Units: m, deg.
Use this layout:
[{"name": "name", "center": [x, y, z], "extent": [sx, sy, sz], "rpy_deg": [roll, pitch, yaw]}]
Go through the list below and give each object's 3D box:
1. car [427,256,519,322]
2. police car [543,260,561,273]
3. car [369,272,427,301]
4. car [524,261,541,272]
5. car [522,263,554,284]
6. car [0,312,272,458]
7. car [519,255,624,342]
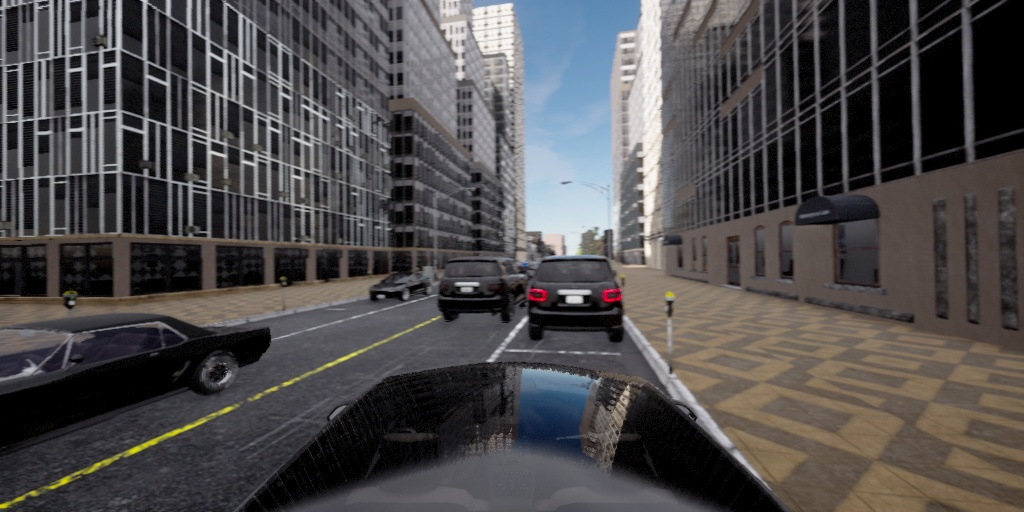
[{"name": "car", "center": [-0.792, 1.044, 12.770], "extent": [2.150, 2.045, 5.566], "rpy_deg": [-1, 0, 10]}, {"name": "police car", "center": [5.370, 1.324, 47.328], "extent": [1.930, 1.638, 5.238], "rpy_deg": [-1, 0, 10]}, {"name": "car", "center": [-5.607, 1.494, 18.579], "extent": [1.948, 1.339, 4.313], "rpy_deg": [0, 0, 10]}, {"name": "car", "center": [2.870, 1.482, 50.359], "extent": [1.812, 1.442, 4.674], "rpy_deg": [-1, 0, 10]}, {"name": "car", "center": [2.303, 1.353, 29.829], "extent": [2.128, 1.511, 4.902], "rpy_deg": [-1, 0, 10]}, {"name": "car", "center": [-5.577, 1.452, 4.276], "extent": [1.895, 1.301, 4.718], "rpy_deg": [-1, 0, 10]}, {"name": "car", "center": [1.762, 0.996, 10.010], "extent": [2.150, 2.045, 5.566], "rpy_deg": [-1, 0, 10]}]
